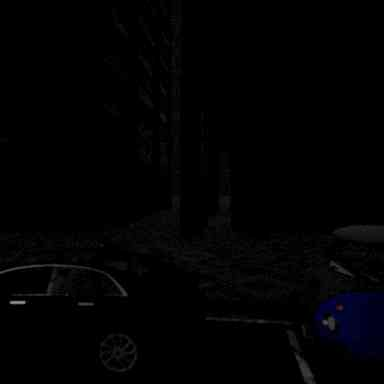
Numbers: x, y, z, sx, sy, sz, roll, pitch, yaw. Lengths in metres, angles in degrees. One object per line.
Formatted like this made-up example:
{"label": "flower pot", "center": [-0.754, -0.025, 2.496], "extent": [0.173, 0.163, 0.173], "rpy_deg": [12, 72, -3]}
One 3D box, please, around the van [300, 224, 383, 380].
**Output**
{"label": "van", "center": [3.582, 1.337, 4.212], "extent": [3.998, 1.788, 1.690], "rpy_deg": [0, 0, 7]}

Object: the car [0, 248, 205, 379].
{"label": "car", "center": [-2.016, 1.533, 4.871], "extent": [4.403, 1.369, 2.008], "rpy_deg": [0, 0, 7]}
